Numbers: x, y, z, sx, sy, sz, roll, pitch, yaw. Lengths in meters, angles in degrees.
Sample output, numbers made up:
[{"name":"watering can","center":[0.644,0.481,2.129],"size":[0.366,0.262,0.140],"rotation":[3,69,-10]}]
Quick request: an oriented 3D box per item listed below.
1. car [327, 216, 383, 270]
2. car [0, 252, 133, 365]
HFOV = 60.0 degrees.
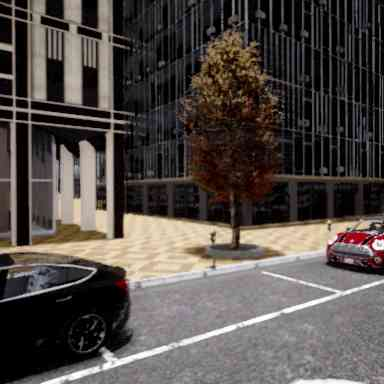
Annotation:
[{"name":"car","center":[6.272,1.534,11.011],"size":[4.097,1.590,1.967],"rotation":[1,-1,-35]},{"name":"car","center":[-2.917,1.567,4.452],"size":[4.313,1.339,1.947],"rotation":[1,-1,-35]}]
